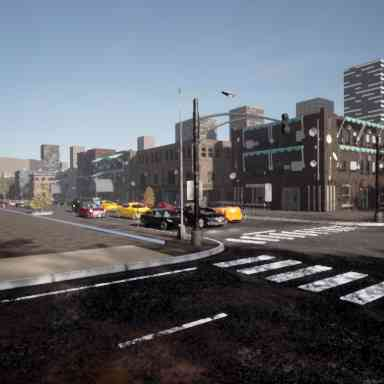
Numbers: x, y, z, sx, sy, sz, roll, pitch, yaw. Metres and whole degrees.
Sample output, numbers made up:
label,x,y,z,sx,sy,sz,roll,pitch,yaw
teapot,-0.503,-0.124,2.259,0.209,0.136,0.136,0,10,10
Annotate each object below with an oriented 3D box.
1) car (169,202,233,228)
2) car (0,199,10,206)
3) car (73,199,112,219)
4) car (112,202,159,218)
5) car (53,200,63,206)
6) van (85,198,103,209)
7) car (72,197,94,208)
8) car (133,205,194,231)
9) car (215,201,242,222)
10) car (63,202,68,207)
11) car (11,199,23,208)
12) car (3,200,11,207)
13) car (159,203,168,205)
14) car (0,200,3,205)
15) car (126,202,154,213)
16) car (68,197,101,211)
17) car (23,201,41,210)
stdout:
label,x,y,z,sx,sy,sz,roll,pitch,yaw
car,0.509,1.719,24.157,1.837,1.490,4.892,-1,0,-34
car,-46.745,2.598,82.891,1.887,1.381,4.507,-1,0,-37
car,-10.254,1.846,34.154,1.967,1.590,4.097,-2,0,-37
car,-5.529,1.808,32.184,1.882,1.535,5.008,-1,0,-37
car,-30.085,2.364,74.625,1.947,1.339,4.313,-1,0,-37
van,-16.820,1.907,56.901,1.690,1.788,3.998,-1,0,-37
car,-20.138,1.940,61.331,2.192,1.841,5.009,-1,0,-37
car,-2.031,1.815,22.974,1.947,1.339,4.313,-2,0,-37
car,1.933,1.556,27.496,2.097,1.767,4.553,-1,0,-36
car,-23.450,2.227,65.763,1.887,1.381,4.507,-1,0,-37
car,-33.475,2.376,65.170,2.008,1.369,4.403,-1,0,-37
car,-40.112,2.380,74.030,1.967,1.590,4.097,-1,0,-37
car,-3.544,1.904,39.179,1.802,1.307,4.206,-2,0,-37
car,-43.428,2.547,78.461,2.008,1.369,4.403,-1,0,-37
car,-6.860,1.966,43.609,1.802,1.307,4.206,-2,0,-37
car,-13.984,1.711,43.505,2.150,2.045,5.566,-1,0,-37
car,-26.738,2.233,56.172,1.752,1.417,4.829,-1,0,-37
